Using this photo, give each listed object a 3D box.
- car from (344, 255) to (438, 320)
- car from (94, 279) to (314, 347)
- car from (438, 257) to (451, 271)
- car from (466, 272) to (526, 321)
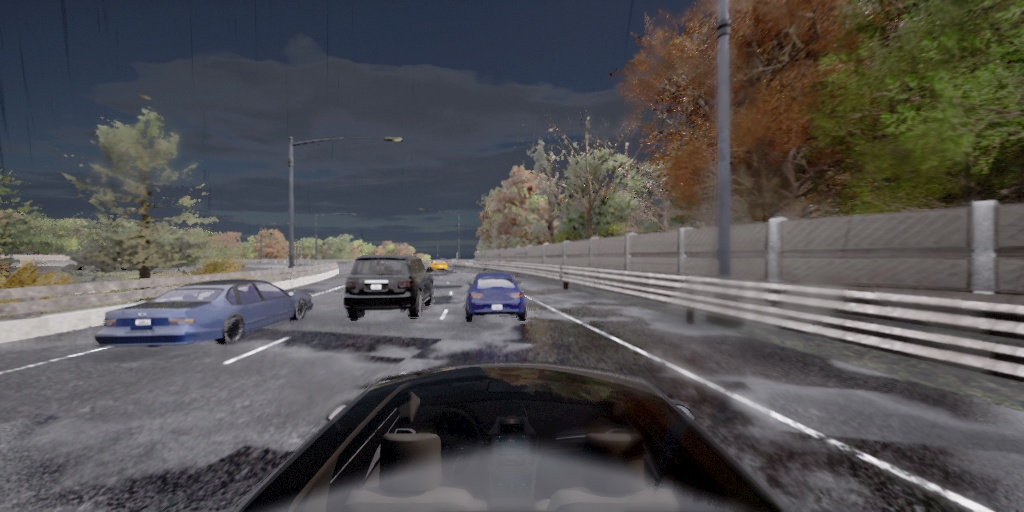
[{"bbox_3d":[-4.178,0.982,12.968,2.150,2.045,5.566,0,0,-6],"label":"car"},{"bbox_3d":[-7.314,1.322,9.411,2.033,1.411,5.357,0,0,-5],"label":"car"},{"bbox_3d":[-9.973,1.245,48.452,1.882,1.535,5.008,0,0,-19],"label":"car"},{"bbox_3d":[-0.614,1.274,12.367,1.812,1.442,4.674,0,0,-5],"label":"car"}]
